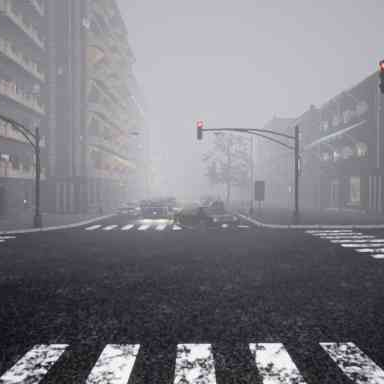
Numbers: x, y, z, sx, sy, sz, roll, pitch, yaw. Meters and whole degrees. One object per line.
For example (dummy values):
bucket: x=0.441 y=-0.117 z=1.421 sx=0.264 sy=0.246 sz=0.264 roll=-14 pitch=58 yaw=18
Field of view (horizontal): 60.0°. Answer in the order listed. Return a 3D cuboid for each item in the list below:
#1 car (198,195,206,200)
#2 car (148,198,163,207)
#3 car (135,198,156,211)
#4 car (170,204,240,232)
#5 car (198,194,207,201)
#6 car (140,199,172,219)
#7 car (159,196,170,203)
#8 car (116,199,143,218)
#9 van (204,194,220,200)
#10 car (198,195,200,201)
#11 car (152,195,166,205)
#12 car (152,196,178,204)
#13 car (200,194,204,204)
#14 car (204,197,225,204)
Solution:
car: x=2.679 y=1.495 z=91.041 sx=1.887 sy=1.381 sz=4.507 roll=0 pitch=0 yaw=0
car: x=-5.698 y=1.562 z=52.314 sx=1.802 sy=1.307 sz=4.206 roll=0 pitch=0 yaw=0
car: x=-5.697 y=1.531 z=41.247 sx=1.887 sy=1.381 sz=4.507 roll=0 pitch=0 yaw=0
car: x=0.703 y=1.542 z=19.595 sx=1.895 sy=1.301 sz=4.718 roll=-1 pitch=-1 yaw=-29
car: x=2.678 y=1.396 z=85.508 sx=1.967 sy=1.590 sz=4.097 roll=0 pitch=0 yaw=0
car: x=-3.112 y=1.556 z=29.341 sx=1.994 sy=1.385 sz=4.181 roll=0 pitch=0 yaw=-1
car: x=-5.699 y=1.551 z=68.915 sx=1.802 sy=1.307 sz=4.206 roll=0 pitch=0 yaw=0
car: x=-5.696 y=1.542 z=30.180 sx=2.008 sy=1.369 sz=4.403 roll=0 pitch=0 yaw=0
van: x=2.682 y=1.327 z=41.240 sx=1.690 sy=1.788 sz=3.998 roll=0 pitch=0 yaw=0
car: x=2.679 y=1.280 z=74.441 sx=2.192 sy=1.841 sz=5.009 roll=0 pitch=0 yaw=0
car: x=-5.700 y=1.417 z=57.847 sx=1.967 sy=1.590 sz=4.097 roll=0 pitch=0 yaw=0
car: x=-3.103 y=1.535 z=38.688 sx=2.033 sy=1.411 sz=5.357 roll=0 pitch=0 yaw=0
car: x=2.682 y=1.420 z=52.308 sx=1.967 sy=1.590 sz=4.097 roll=0 pitch=0 yaw=0
car: x=2.684 y=1.555 z=35.707 sx=1.947 sy=1.339 sz=4.313 roll=0 pitch=0 yaw=0
